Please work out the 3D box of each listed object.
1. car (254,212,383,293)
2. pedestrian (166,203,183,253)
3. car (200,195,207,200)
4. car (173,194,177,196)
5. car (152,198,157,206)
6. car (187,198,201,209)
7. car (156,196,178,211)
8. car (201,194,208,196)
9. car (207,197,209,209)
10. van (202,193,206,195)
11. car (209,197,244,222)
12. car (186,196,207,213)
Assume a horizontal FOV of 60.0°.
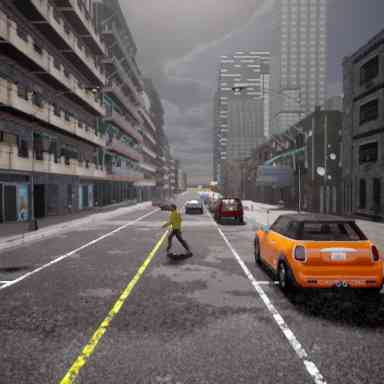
[{"bbox_3d":[3.049,1.346,9.013,2.097,1.767,4.553,0,0,0],"label":"car"},{"bbox_3d":[-0.606,1.286,11.822,0.375,1.860,0.375,-1,1,0],"label":"pedestrian"},{"bbox_3d":[3.201,1.443,92.837,1.887,1.381,4.507,-1,0,0],"label":"car"},{"bbox_3d":[-5.242,1.497,81.681,1.802,1.307,4.206,-1,0,0],"label":"car"},{"bbox_3d":[-5.400,1.536,53.780,1.802,1.307,4.206,-1,0,0],"label":"car"},{"bbox_3d":[0.312,1.563,46.797,1.895,1.301,4.718,0,0,1],"label":"car"},{"bbox_3d":[-2.867,1.515,41.391,2.033,1.411,5.357,0,0,0],"label":"car"},{"bbox_3d":[3.012,1.529,59.358,1.802,1.307,4.206,-1,0,0],"label":"car"},{"bbox_3d":[2.876,1.497,37.209,1.752,1.417,4.829,-1,0,0],"label":"car"},{"bbox_3d":[3.134,1.256,81.677,1.690,1.788,3.998,-1,0,0],"label":"van"},{"bbox_3d":[2.785,1.297,25.879,2.192,1.841,5.009,-1,0,0],"label":"car"},{"bbox_3d":[0.295,1.520,36.573,2.033,1.411,5.357,0,0,0],"label":"car"}]
